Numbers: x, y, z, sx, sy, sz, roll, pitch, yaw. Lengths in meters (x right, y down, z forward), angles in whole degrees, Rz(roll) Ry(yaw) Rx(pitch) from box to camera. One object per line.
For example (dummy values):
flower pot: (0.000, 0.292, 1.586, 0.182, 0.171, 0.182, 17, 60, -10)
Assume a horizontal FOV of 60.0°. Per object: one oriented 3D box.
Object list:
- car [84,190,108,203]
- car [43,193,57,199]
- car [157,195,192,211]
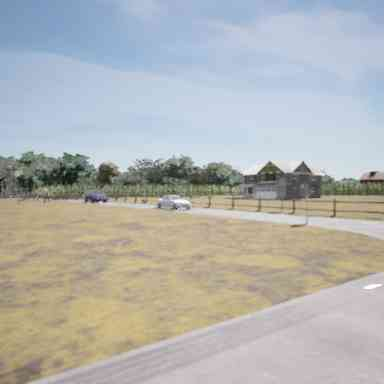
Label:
car: (-15.033, 0.705, 51.862, 2.150, 2.045, 5.566, 1, 0, -35)
car: (-36.506, 1.179, 86.766, 2.128, 1.511, 4.902, 1, -1, -35)
car: (-1.837, 1.046, 33.161, 1.812, 1.442, 4.674, 1, 0, -35)
